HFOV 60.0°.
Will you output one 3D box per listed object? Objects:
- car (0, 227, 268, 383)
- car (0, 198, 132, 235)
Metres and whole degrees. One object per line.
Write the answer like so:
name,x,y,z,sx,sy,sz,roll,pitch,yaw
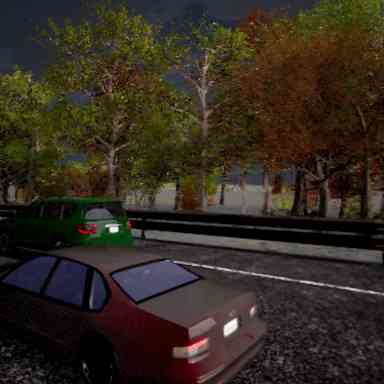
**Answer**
car,-1.618,1.546,5.147,5.357,1.411,2.033,0,0,36
car,-4.515,1.219,11.516,5.566,2.045,2.150,0,0,36
